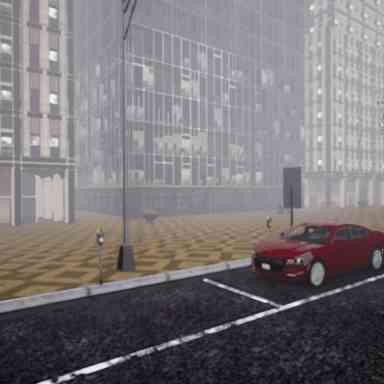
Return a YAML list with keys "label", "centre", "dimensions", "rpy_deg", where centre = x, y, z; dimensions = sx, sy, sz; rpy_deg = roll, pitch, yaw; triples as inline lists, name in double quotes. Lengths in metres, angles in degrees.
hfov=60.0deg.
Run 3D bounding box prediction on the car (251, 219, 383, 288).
- label: "car"
  centre: [3.566, 1.483, 9.102]
  dimensions: [4.507, 1.381, 1.887]
  rpy_deg: [-1, 0, -35]
